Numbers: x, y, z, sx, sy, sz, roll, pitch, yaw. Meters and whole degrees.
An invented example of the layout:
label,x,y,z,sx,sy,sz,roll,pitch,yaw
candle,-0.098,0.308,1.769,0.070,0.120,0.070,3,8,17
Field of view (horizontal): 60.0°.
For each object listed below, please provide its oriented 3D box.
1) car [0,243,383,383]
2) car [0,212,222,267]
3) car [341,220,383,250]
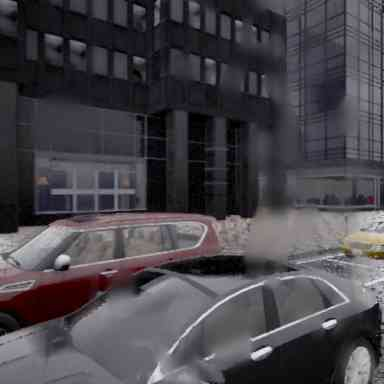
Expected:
label,x,y,z,sx,sy,sz,roll,pitch,yaw
car,0.098,1.510,3.425,4.892,1.490,1.837,1,0,-36
car,-1.604,1.318,5.509,5.009,1.841,2.192,0,0,-36
car,7.092,1.549,11.712,4.829,1.417,1.752,0,0,-36
